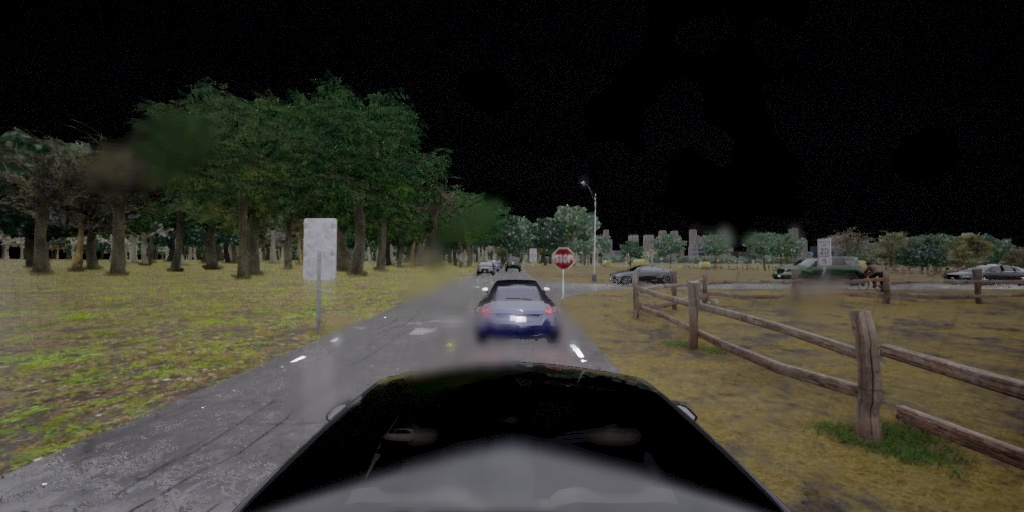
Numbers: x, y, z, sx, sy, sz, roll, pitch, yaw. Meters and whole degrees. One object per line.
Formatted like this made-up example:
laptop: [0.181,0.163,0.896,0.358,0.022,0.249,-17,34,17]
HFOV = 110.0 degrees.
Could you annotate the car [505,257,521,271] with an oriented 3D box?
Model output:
car: [0.151,1.145,52.417,2.150,2.045,5.566,0,0,0]

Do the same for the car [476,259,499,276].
car: [-2.799,1.344,39.424,1.837,1.490,4.892,0,0,0]

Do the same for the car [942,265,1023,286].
car: [34.165,1.378,25.858,4.892,1.490,1.837,0,-2,0]

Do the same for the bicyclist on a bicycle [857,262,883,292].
bicyclist on a bicycle: [19.932,1.167,19.864,0.582,1.620,1.656,0,0,0]

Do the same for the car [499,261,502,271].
car: [-2.786,1.251,48.950,2.097,1.767,4.553,0,0,1]

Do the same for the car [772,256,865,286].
car: [22.009,1.074,25.857,5.566,2.045,2.150,0,-2,0]

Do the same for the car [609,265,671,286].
car: [9.321,1.357,25.620,4.674,1.442,1.812,0,-2,-3]

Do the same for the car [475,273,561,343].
car: [0.114,1.322,9.663,1.994,1.385,4.181,0,0,-1]
